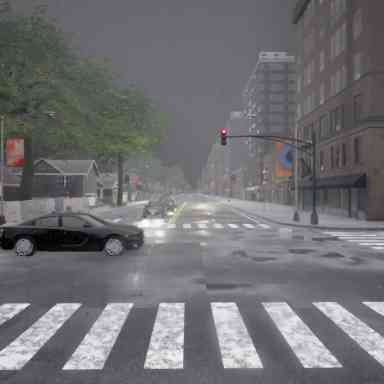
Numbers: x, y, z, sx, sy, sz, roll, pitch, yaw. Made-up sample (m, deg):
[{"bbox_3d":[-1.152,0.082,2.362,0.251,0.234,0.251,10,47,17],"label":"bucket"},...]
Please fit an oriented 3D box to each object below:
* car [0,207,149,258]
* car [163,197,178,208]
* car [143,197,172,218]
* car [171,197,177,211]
[{"bbox_3d":[-4.294,1.480,12.278,5.008,1.535,1.882,0,0,-1],"label":"car"},{"bbox_3d":[-3.181,1.554,49.901,1.812,1.442,4.674,0,0,0],"label":"car"},{"bbox_3d":[-3.252,1.504,30.209,2.128,1.511,4.902,0,0,0],"label":"car"},{"bbox_3d":[-3.219,1.372,39.943,2.097,1.767,4.553,0,0,1],"label":"car"}]
